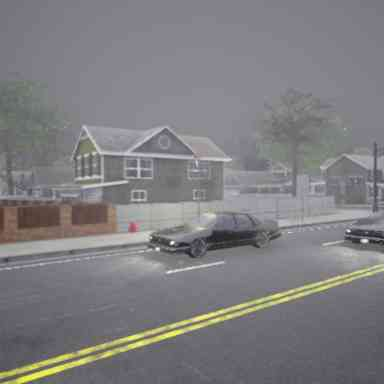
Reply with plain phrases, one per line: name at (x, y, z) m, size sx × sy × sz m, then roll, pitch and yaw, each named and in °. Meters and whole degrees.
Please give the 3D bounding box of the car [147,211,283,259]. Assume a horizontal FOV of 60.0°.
car at (1.043, 1.453, 12.413) m, size 5.357 × 1.411 × 2.033 m, roll -1°, pitch 0°, yaw -35°

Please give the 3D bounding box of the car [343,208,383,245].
car at (8.487, 1.372, 13.715) m, size 5.357 × 1.411 × 2.033 m, roll -1°, pitch 0°, yaw -35°
